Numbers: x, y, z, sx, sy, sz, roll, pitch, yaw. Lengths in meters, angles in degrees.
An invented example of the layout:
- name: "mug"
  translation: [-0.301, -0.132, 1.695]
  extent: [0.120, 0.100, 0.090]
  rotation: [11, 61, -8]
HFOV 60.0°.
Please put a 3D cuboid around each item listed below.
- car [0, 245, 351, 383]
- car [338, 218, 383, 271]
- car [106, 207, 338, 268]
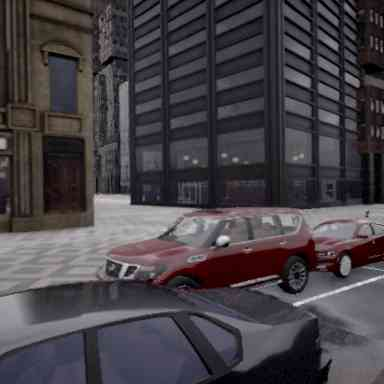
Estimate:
- name: "car"
  translation: [-1.127, 1.545, 2.565]
  extent: [5.357, 1.411, 2.033]
  rotation: [0, 0, -35]
- name: "car"
  translation: [4.589, 1.489, 9.932]
  extent: [4.507, 1.381, 1.887]
  rotation: [0, -1, -35]
- name: "car"
  translation: [0.607, 1.288, 7.096]
  extent: [5.009, 1.841, 2.192]
  rotation: [0, -1, -35]
